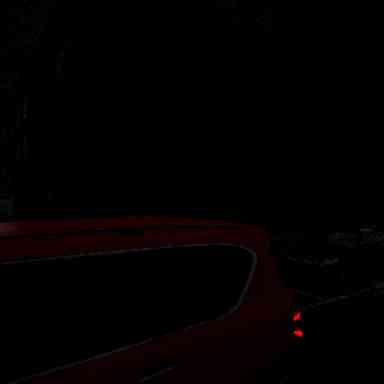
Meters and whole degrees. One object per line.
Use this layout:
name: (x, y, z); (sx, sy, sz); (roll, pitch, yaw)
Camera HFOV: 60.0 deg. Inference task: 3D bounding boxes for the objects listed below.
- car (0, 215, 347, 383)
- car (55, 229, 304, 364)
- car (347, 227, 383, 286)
car: (-1.615, 1.229, 2.087); (5.566, 2.045, 2.150); (1, -1, -35)
car: (-0.044, 1.601, 6.454); (4.507, 1.381, 1.887); (1, -1, -35)
car: (4.476, 1.703, 9.630); (4.206, 1.307, 1.802); (1, -1, -35)
